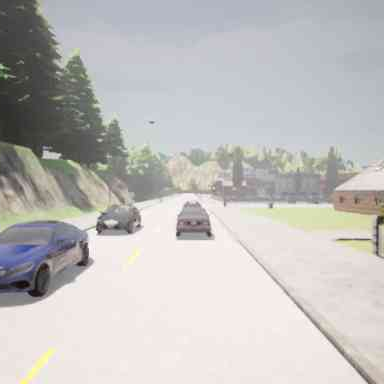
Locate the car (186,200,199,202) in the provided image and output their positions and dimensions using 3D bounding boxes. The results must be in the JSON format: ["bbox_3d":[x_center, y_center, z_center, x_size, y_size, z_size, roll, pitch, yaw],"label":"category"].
[{"bbox_3d":[0.053,1.494,32.371,1.994,1.385,4.181,0,0,0],"label":"car"}]

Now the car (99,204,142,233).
[{"bbox_3d":[-4.081,1.449,19.201,2.128,1.511,4.902,0,0,0],"label":"car"}]

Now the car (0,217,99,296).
[{"bbox_3d":[-4.084,1.506,8.724,1.812,1.442,4.674,0,0,0],"label":"car"}]

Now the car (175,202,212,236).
[{"bbox_3d":[0.086,1.507,18.037,2.033,1.411,5.357,0,0,0],"label":"car"}]
